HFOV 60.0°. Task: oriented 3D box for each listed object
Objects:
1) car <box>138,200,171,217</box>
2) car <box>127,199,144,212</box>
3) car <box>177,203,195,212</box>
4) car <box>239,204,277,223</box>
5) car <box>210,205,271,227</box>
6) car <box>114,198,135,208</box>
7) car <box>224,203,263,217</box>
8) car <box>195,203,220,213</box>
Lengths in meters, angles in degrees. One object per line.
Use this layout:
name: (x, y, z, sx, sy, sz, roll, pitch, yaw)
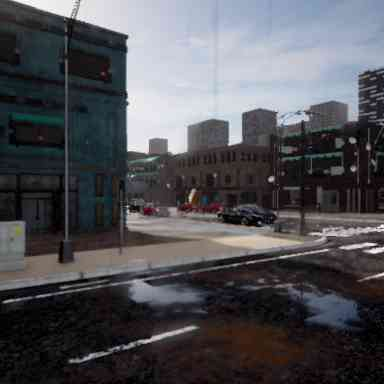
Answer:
car: (-4.124, 2.004, 38.174, 1.967, 1.590, 4.097, -1, 0, -35)
car: (-7.213, 2.152, 47.040, 2.128, 1.511, 4.902, 0, -1, -35)
car: (-0.497, 2.194, 47.542, 1.802, 1.307, 4.206, -1, 0, -35)
car: (5.442, 1.976, 29.205, 1.994, 1.385, 4.181, 0, -1, -35)
car: (3.818, 1.971, 26.793, 1.947, 1.339, 4.313, -1, 0, -35)
car: (-13.329, 2.168, 65.589, 2.192, 1.841, 5.009, -1, 0, -35)
car: (5.915, 2.038, 38.519, 2.008, 1.369, 4.403, -1, 0, -35)
car: (2.708, 2.132, 43.031, 1.802, 1.307, 4.206, -1, 0, -35)
